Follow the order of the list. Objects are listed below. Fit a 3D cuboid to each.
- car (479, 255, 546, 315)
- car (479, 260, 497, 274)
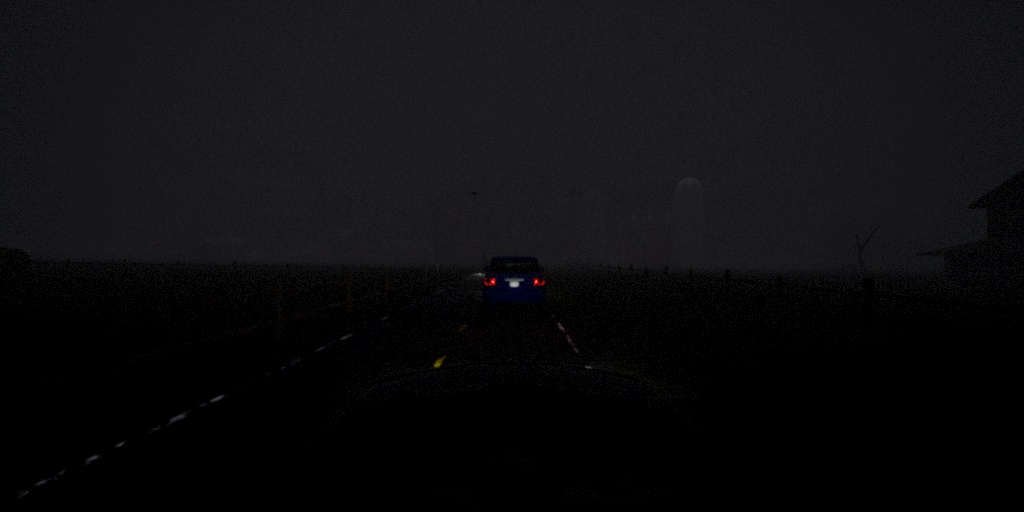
[{"bbox_3d":[0.086,0.994,13.933,2.150,2.045,5.566,0,0,0],"label":"car"},{"bbox_3d":[-2.838,1.338,43.717,1.837,1.490,4.892,0,0,0],"label":"car"}]
